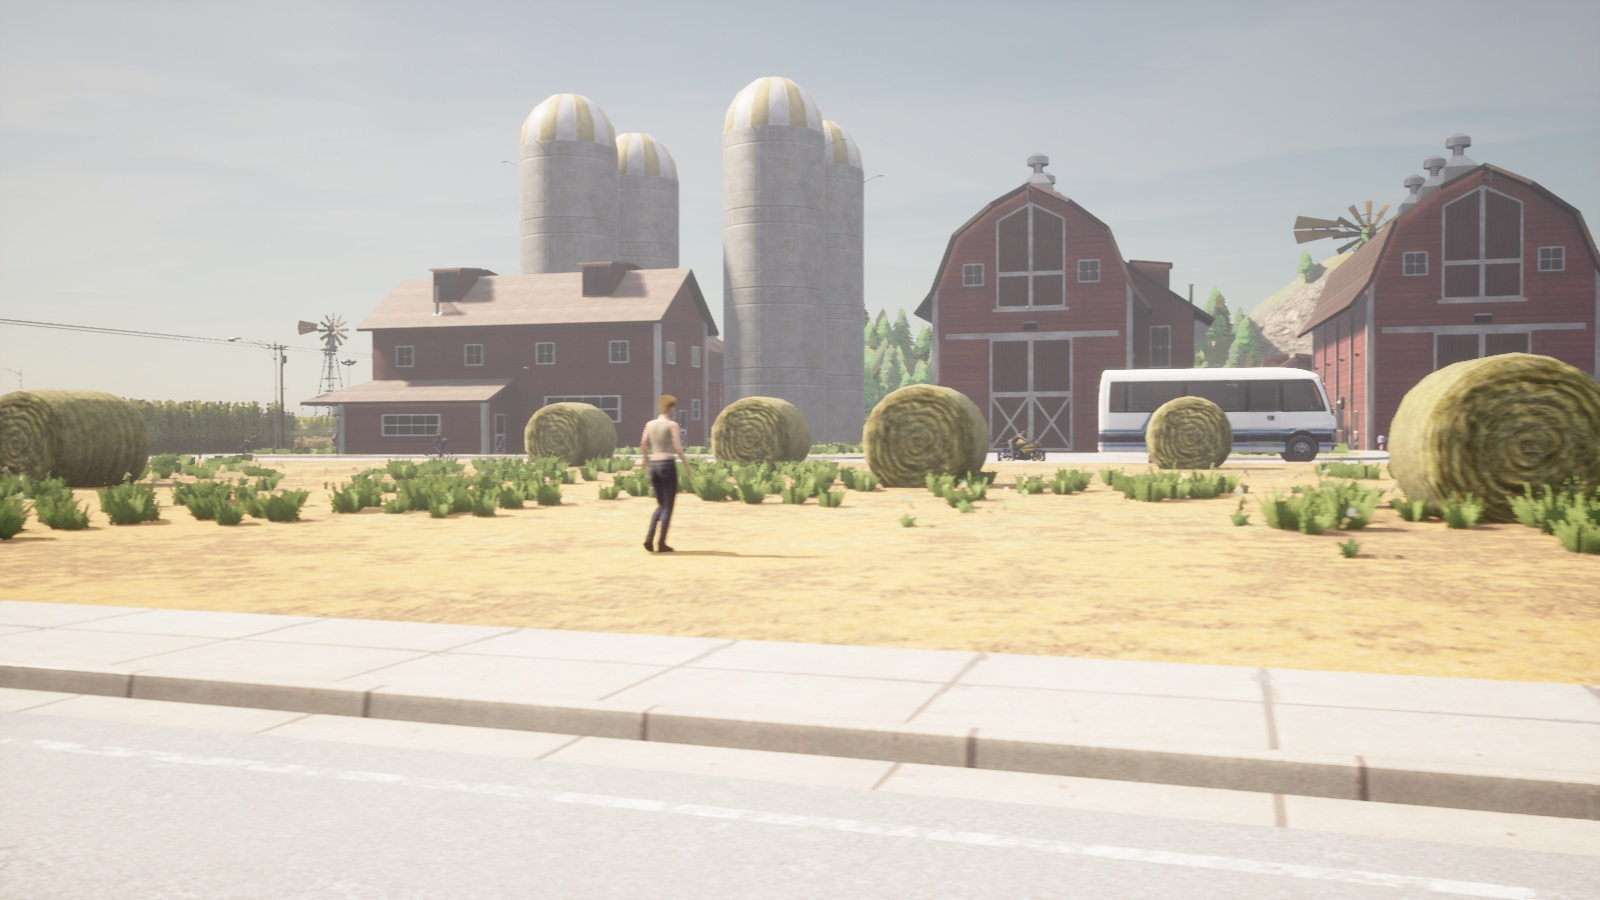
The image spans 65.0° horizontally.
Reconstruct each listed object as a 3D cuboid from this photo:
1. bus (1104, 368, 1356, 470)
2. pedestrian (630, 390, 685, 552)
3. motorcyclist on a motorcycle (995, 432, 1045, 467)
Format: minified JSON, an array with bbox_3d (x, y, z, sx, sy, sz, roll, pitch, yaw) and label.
[{"bbox_3d":[18.901,-1.367,55.994,10.273,4.253,3.944,0,1,15],"label":"bus"},{"bbox_3d":[-1.643,0.231,14.523,0.345,1.836,0.594,1,1,30],"label":"pedestrian"},{"bbox_3d":[10.227,-0.037,58.298,2.191,1.530,0.866,1,1,15],"label":"motorcyclist on a motorcycle"}]
